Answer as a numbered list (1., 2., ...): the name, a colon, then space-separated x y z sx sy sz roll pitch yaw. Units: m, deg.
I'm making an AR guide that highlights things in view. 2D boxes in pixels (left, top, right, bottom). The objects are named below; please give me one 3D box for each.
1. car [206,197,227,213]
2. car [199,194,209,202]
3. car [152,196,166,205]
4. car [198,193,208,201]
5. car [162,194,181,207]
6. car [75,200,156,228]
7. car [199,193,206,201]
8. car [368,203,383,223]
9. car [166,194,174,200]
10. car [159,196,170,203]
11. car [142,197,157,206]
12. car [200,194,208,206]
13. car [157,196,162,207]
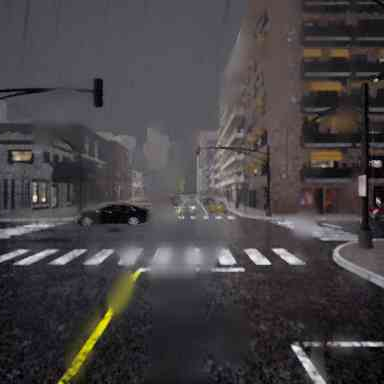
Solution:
1. car: 2.697 1.457 35.101 1.752 1.417 4.829 0 0 0
2. car: 2.698 1.330 74.808 1.967 1.590 4.097 0 0 0
3. car: -5.684 1.447 57.724 1.887 1.381 4.507 0 0 0
4. car: 2.698 1.203 80.505 2.192 1.841 5.009 0 0 0
5. car: -3.075 1.388 49.585 1.882 1.535 5.008 0 0 0
6. car: -5.032 1.482 21.574 4.892 1.490 1.837 0 0 0
7. car: 2.697 1.443 69.111 2.008 1.369 4.403 0 0 0
8. car: 14.721 1.391 24.410 4.097 1.590 1.967 0 0 0
9. car: -5.682 1.327 86.206 1.967 1.590 4.097 0 0 0
10. car: -5.684 1.443 69.116 2.008 1.369 4.403 0 0 0
11. car: -5.684 1.449 40.463 1.752 1.417 4.829 0 0 0
12. car: 2.697 1.474 52.021 1.947 1.339 4.313 0 0 0
13. car: -5.684 1.460 46.330 1.887 1.381 4.507 0 0 0
